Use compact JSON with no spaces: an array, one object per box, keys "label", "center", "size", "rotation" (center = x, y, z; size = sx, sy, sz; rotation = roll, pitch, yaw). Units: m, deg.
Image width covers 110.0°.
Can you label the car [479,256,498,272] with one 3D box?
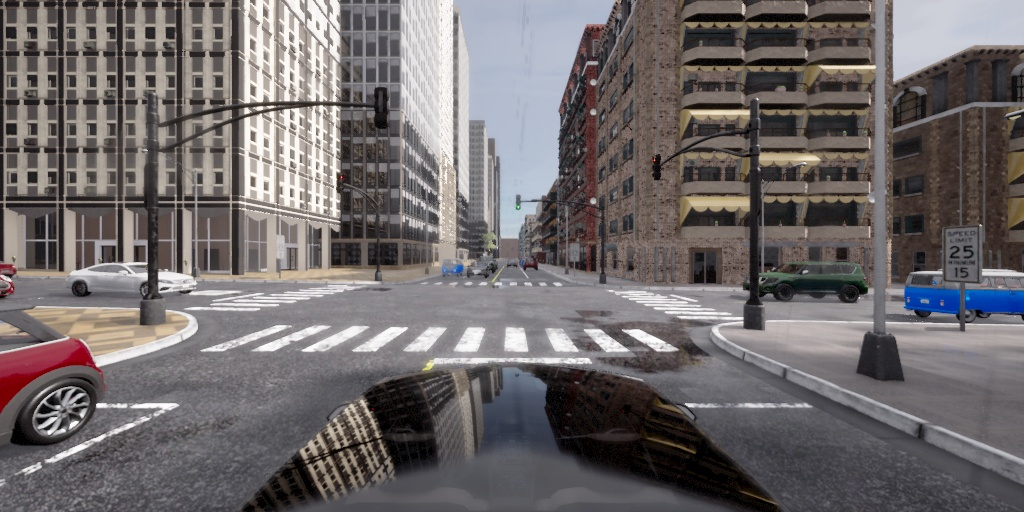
[{"label":"car","center":[-3.139,1.002,43.840],"size":[2.150,2.045,5.566],"rotation":[0,0,0]}]

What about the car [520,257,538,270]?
[{"label":"car","center":[2.643,1.102,51.474],"size":[2.192,1.841,5.009],"rotation":[0,0,0]}]

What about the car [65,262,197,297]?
[{"label":"car","center":[-16.554,0.995,15.673],"size":[4.674,1.442,1.812],"rotation":[1,0,1]}]

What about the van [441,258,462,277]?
[{"label":"van","center":[-5.721,1.112,34.811],"size":[1.690,1.789,3.998],"rotation":[0,0,0]}]

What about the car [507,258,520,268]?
[{"label":"car","center":[0.040,1.402,64.056],"size":[1.895,1.301,4.718],"rotation":[0,0,0]}]

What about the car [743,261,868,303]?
[{"label":"car","center":[15.443,1.305,18.997],"size":[5.566,2.045,2.150],"rotation":[1,0,0]}]

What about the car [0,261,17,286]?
[{"label":"car","center":[-21.158,0.823,13.090],"size":[4.097,1.591,1.967],"rotation":[0,0,0]}]

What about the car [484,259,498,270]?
[{"label":"car","center":[-3.136,1.268,54.155],"size":[1.882,1.535,5.008],"rotation":[0,0,0]}]

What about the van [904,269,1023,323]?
[{"label":"van","center":[16.902,1.458,13.076],"size":[3.998,1.789,1.690],"rotation":[0,0,0]}]

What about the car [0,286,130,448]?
[{"label":"car","center":[-5.691,1.190,2.338],"size":[1.967,1.591,4.097],"rotation":[0,0,0]}]

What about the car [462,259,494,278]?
[{"label":"car","center":[-3.132,1.262,33.946],"size":[2.128,1.511,4.902],"rotation":[0,0,0]}]
